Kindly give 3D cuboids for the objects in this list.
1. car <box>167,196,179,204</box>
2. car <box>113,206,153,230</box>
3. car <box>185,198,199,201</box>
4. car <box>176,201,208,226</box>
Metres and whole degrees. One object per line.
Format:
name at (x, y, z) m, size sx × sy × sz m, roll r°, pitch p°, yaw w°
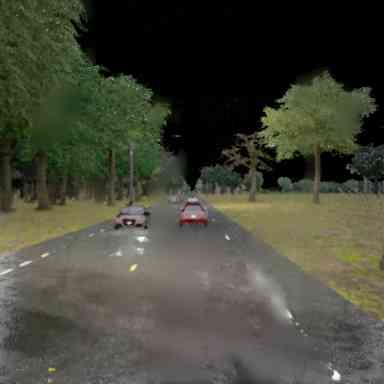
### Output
car at (-3.518, 1.472, 61.945) m, size 1.837 × 1.490 × 4.892 m, roll 0°, pitch 0°, yaw 1°
car at (-3.592, 1.570, 20.985) m, size 1.994 × 1.385 × 4.181 m, roll 0°, pitch 0°, yaw 0°
car at (0.100, 1.469, 41.651) m, size 1.882 × 1.535 × 5.008 m, roll 0°, pitch 0°, yaw 0°
car at (0.106, 1.569, 23.795) m, size 1.994 × 1.385 × 4.181 m, roll 0°, pitch 0°, yaw 0°
